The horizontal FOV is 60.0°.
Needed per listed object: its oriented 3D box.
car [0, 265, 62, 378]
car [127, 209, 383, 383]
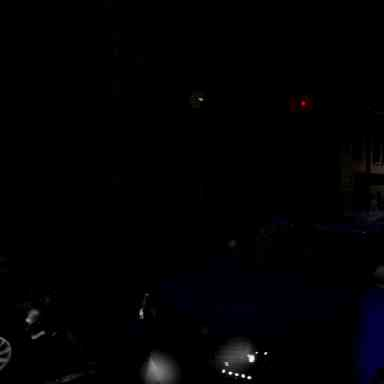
[{"bbox_3d":[-3.844,1.539,3.791,4.403,1.369,2.008,1,-1,-36],"label":"car"},{"bbox_3d":[1.933,1.308,4.640,5.566,2.045,2.150,1,0,-36],"label":"car"}]
